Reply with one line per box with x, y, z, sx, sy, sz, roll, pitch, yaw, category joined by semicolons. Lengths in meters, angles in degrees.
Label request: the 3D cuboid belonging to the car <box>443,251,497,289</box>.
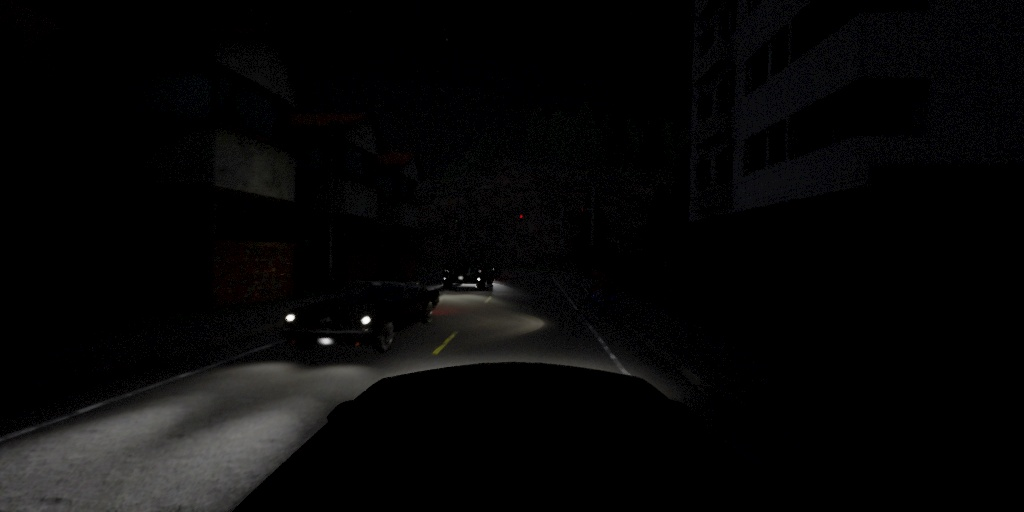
-2.437;0.756;21.258;2.150;2.045;5.566;1;0;4;car

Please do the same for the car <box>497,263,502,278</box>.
-1.929;1.091;28.478;1.895;1.301;4.718;1;0;4;car

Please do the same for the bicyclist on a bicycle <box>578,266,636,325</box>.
2.637;1.096;10.189;1.656;1.620;0.582;-8;0;4;bicyclist on a bicycle

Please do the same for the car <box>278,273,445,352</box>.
-3.253;1.226;8.726;1.895;1.301;4.718;1;0;4;car
